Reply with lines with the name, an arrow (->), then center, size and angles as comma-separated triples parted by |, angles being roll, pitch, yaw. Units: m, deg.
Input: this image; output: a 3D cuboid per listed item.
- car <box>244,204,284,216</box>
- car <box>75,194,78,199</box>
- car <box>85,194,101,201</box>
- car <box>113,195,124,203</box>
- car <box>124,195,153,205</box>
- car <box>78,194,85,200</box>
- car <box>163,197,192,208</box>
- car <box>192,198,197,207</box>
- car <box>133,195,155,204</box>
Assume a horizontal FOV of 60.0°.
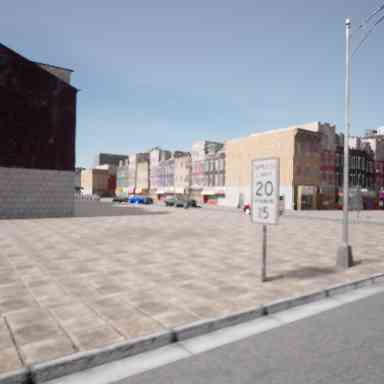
car -> 7.117, 1.655, 33.183 | 1.887, 1.381, 4.507 | 2, -1, -35
car -> -27.785, 1.178, 82.517 | 1.887, 1.381, 4.507 | 2, -1, -35
car -> -21.438, 1.250, 73.546 | 2.008, 1.369, 4.403 | 2, -1, -35
car -> -12.948, 1.322, 60.869 | 1.812, 1.442, 4.674 | 2, 0, -35
car -> -8.897, 1.329, 55.159 | 1.882, 1.535, 5.008 | 2, 0, -35
car -> -24.611, 1.210, 78.031 | 1.887, 1.381, 4.507 | 2, -1, -35
car -> -2.401, 1.517, 46.637 | 1.947, 1.339, 4.313 | 2, -1, -35
car -> -1.158, 1.501, 49.465 | 1.837, 1.490, 4.892 | 1, 0, -35
car -> -8.708, 1.390, 60.109 | 1.837, 1.490, 4.892 | 2, 0, -35
